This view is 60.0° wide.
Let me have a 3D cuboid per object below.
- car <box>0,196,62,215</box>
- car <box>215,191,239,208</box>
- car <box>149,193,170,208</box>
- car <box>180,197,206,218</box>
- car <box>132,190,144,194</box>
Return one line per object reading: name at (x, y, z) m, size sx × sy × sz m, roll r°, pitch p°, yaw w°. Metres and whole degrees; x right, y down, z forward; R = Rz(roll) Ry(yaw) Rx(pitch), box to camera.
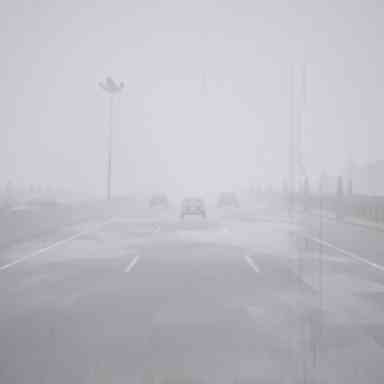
car at (-10.593, 1.123, 22.842) m, size 2.033 × 1.411 × 5.357 m, roll 0°, pitch 1°, yaw 0°
car at (3.610, 0.683, 34.583) m, size 2.097 × 1.767 × 4.553 m, roll 0°, pitch 1°, yaw 0°
car at (-3.389, 0.808, 35.299) m, size 2.128 × 1.511 × 4.902 m, roll 0°, pitch 1°, yaw 0°
car at (0.099, 1.087, 24.611) m, size 2.033 × 1.411 × 5.357 m, roll 0°, pitch 1°, yaw 0°
car at (-10.476, 0.239, 64.941) m, size 1.812 × 1.442 × 4.674 m, roll 0°, pitch -1°, yaw 0°
